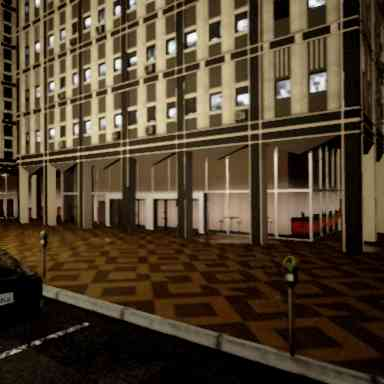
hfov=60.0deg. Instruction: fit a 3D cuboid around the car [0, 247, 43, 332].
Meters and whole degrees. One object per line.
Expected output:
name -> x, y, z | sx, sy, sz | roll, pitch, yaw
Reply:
car -> -4.446, 1.620, 6.049 | 4.313, 1.339, 1.947 | -1, 0, 35
